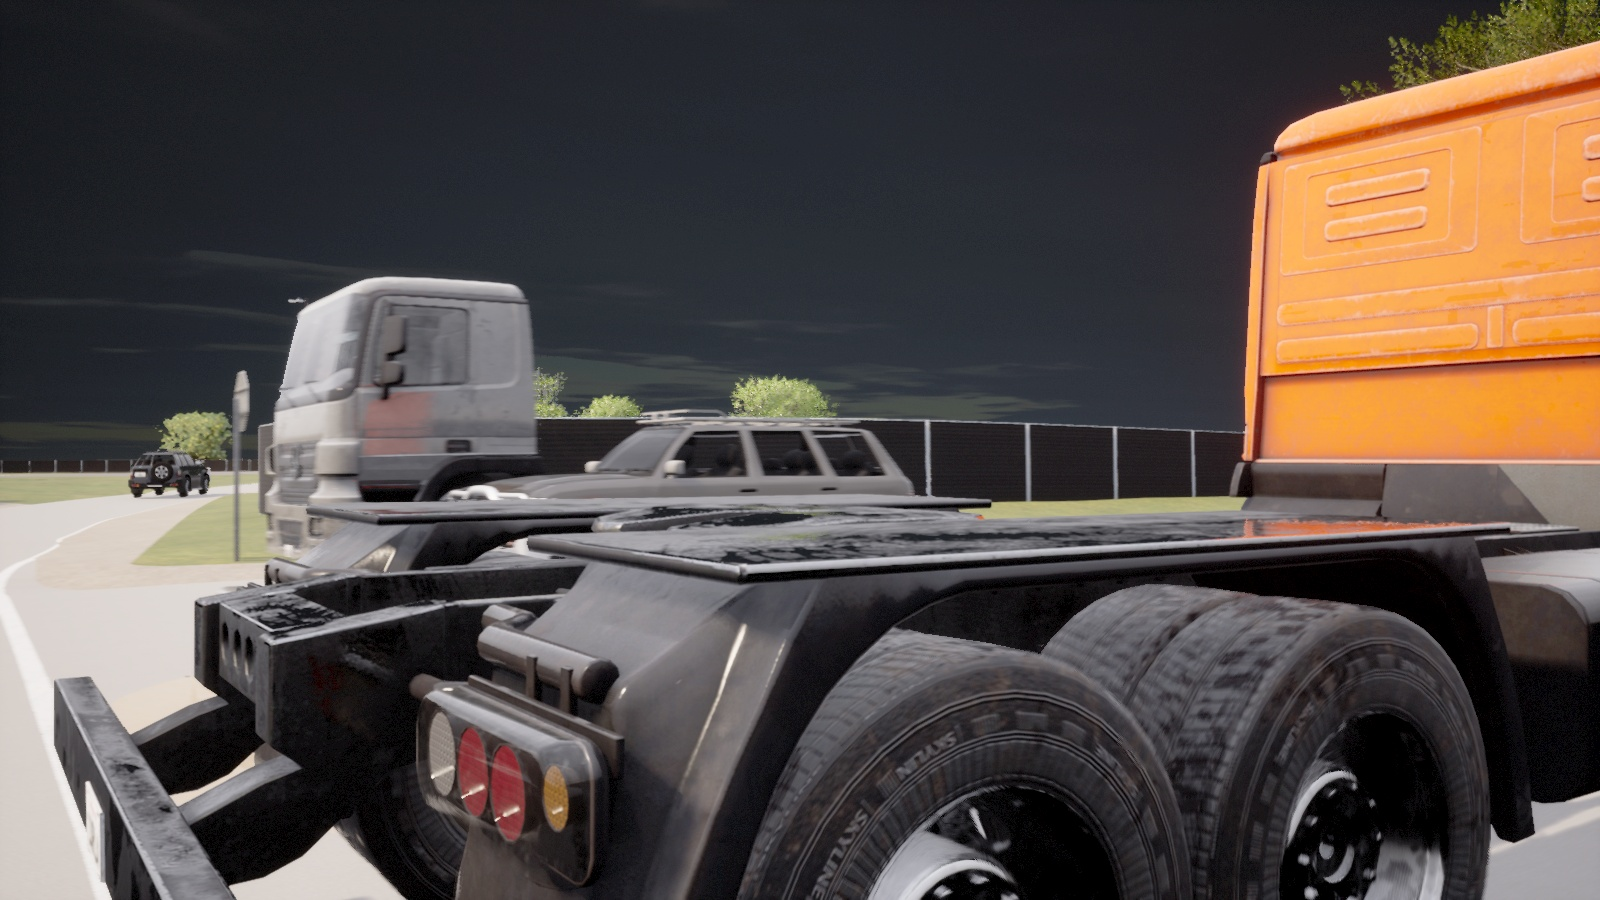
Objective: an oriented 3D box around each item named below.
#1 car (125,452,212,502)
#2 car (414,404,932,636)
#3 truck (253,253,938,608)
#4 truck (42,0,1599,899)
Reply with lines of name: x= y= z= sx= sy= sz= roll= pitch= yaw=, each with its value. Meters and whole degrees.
car: x=-24.730 y=1.002 z=49.339 sx=1.932 sy=1.855 sz=4.605 roll=-1 pitch=0 yaw=-12
car: x=-1.129 y=0.569 z=12.167 sx=4.605 sy=1.855 sz=1.932 roll=0 pitch=-1 yaw=-34
truck: x=-2.272 y=-0.162 z=15.670 sx=7.936 sy=3.462 sz=2.891 roll=0 pitch=-1 yaw=-34
truck: x=1.765 y=-0.224 z=4.899 sx=7.936 sy=3.462 sz=2.891 roll=0 pitch=0 yaw=-34
